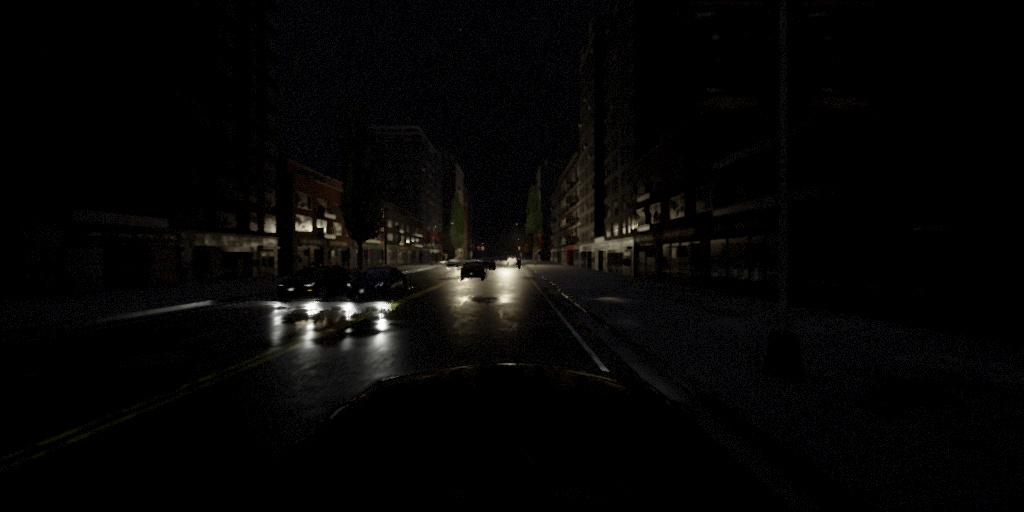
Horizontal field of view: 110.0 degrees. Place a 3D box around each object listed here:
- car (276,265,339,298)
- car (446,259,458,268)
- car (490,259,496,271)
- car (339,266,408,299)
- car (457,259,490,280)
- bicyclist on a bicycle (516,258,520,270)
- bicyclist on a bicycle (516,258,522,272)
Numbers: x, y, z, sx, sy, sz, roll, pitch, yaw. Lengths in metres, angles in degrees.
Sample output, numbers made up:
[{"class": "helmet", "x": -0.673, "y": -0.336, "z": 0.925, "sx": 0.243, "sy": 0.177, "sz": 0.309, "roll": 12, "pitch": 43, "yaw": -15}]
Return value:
[{"class": "car", "x": -9.844, "y": 1.240, "z": 18.385, "sx": 1.837, "sy": 1.490, "sz": 4.892, "roll": 0, "pitch": 0, "yaw": 0}, {"class": "car", "x": -9.766, "y": 1.212, "z": 60.554, "sx": 2.033, "sy": 1.411, "sz": 5.357, "roll": 0, "pitch": 0, "yaw": 1}, {"class": "car", "x": -3.141, "y": 1.164, "z": 48.903, "sx": 1.882, "sy": 1.535, "sz": 5.008, "roll": 0, "pitch": 0, "yaw": 0}, {"class": "car", "x": -6.595, "y": 1.261, "z": 18.068, "sx": 1.812, "sy": 1.442, "sz": 4.674, "roll": 0, "pitch": 0, "yaw": 0}, {"class": "car", "x": -3.143, "y": 1.195, "z": 30.222, "sx": 1.882, "sy": 1.535, "sz": 5.008, "roll": 0, "pitch": 0, "yaw": 0}, {"class": "bicyclist on a bicycle", "x": 0.903, "y": 1.133, "z": 51.956, "sx": 0.582, "sy": 1.620, "sz": 1.656, "roll": 0, "pitch": 0, "yaw": 0}, {"class": "bicyclist on a bicycle", "x": 0.901, "y": 1.149, "z": 42.961, "sx": 0.582, "sy": 1.620, "sz": 1.656, "roll": 0, "pitch": 0, "yaw": 0}]
